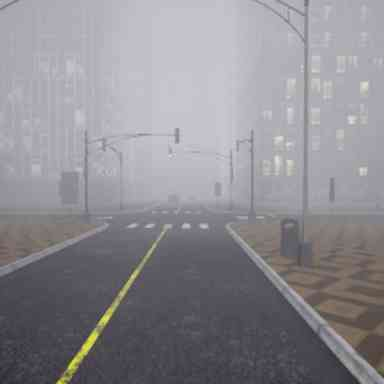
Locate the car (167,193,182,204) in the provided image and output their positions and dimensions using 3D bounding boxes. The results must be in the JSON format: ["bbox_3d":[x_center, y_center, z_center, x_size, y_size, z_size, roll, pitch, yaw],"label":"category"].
[{"bbox_3d":[-3.117,1.163,55.485,1.882,1.535,5.008,0,0,0],"label":"car"}]

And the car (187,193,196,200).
[{"bbox_3d":[-0.088,1.074,81.366,2.128,1.511,4.902,0,0,0],"label":"car"}]

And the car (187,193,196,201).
[{"bbox_3d":[-0.077,1.149,70.949,2.033,1.411,5.357,0,0,0],"label":"car"}]
